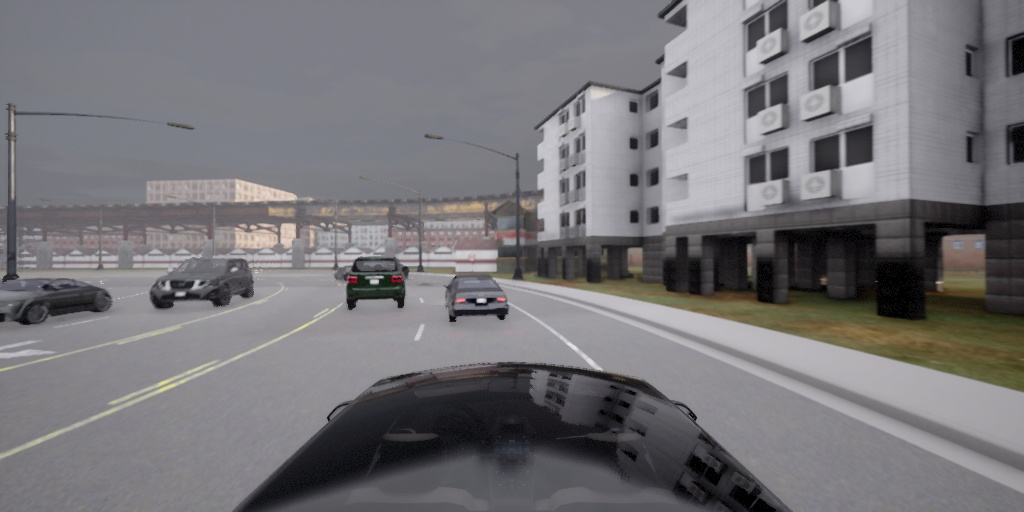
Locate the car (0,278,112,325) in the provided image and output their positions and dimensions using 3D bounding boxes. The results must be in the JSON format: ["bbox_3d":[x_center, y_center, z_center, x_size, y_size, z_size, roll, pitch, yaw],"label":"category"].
[{"bbox_3d":[-15.802,1.432,11.857,1.994,1.385,4.181,0,0,-17],"label":"car"}]

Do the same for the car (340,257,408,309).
[{"bbox_3d":[-5.843,1.050,15.809,2.150,2.045,5.566,0,0,-17],"label":"car"}]

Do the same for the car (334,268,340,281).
[{"bbox_3d":[-14.181,1.488,31.503,1.994,1.385,4.181,0,0,-38],"label":"car"}]

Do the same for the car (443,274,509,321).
[{"bbox_3d":[-1.417,1.342,12.779,2.033,1.411,5.357,0,0,-12],"label":"car"}]

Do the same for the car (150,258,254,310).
[{"bbox_3d":[-13.430,1.091,16.018,2.150,2.045,5.566,0,0,-21],"label":"car"}]
